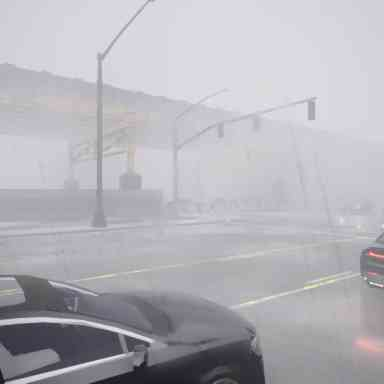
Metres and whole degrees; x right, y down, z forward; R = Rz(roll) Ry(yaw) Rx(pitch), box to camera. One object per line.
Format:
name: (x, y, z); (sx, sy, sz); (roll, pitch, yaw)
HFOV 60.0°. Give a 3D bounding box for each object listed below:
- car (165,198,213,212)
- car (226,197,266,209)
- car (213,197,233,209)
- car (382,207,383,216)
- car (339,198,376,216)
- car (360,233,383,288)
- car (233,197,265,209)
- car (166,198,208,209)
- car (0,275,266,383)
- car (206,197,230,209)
car: (-0.490, 1.453, 38.042); (4.974, 1.542, 2.038); (0, 0, 8)
car: (7.185, 1.452, 44.463); (4.974, 1.542, 2.038); (0, 0, -7)
car: (3.263, 1.453, 40.715); (2.038, 1.542, 4.974); (0, 0, 18)
car: (19.240, 1.601, 30.581); (4.718, 1.301, 1.895); (0, 0, -41)
car: (16.142, 1.351, 32.430); (4.553, 1.767, 2.097); (0, 0, -42)
car: (5.937, 1.505, 7.970); (4.892, 1.490, 1.837); (0, 0, -35)
car: (7.133, 1.295, 44.457); (4.536, 1.218, 1.853); (0, 0, -7)
car: (-0.542, 1.295, 38.049); (4.536, 1.218, 1.853); (0, 0, 8)
car: (-1.495, 1.491, 2.688); (4.902, 1.511, 2.128); (0, 0, -35)
car: (3.279, 1.295, 40.765); (1.853, 1.218, 4.536); (0, 0, 18)
